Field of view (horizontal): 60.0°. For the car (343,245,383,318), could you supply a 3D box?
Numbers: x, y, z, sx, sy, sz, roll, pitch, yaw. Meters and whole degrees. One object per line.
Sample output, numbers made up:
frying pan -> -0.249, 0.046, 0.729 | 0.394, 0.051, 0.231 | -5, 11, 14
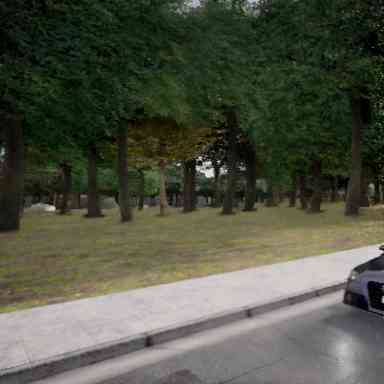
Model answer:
car -> 4.805, 1.544, 6.406 | 4.181, 1.385, 1.994 | 0, 1, -35
